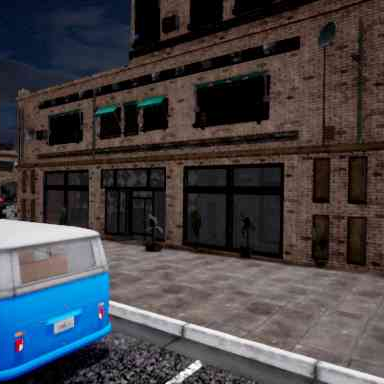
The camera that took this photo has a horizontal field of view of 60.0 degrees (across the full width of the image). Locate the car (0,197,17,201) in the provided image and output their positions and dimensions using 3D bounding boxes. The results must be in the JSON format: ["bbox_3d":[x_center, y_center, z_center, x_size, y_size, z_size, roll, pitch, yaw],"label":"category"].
[{"bbox_3d":[-19.216,1.512,36.873,2.097,1.767,4.553,1,0,36],"label":"car"}]

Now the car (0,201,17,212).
[{"bbox_3d":[-16.147,1.790,31.289,1.947,1.339,4.313,0,0,36],"label":"car"}]

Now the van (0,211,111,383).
[{"bbox_3d":[-3.021,1.339,5.016,3.998,1.788,1.690,0,1,36],"label":"van"}]
